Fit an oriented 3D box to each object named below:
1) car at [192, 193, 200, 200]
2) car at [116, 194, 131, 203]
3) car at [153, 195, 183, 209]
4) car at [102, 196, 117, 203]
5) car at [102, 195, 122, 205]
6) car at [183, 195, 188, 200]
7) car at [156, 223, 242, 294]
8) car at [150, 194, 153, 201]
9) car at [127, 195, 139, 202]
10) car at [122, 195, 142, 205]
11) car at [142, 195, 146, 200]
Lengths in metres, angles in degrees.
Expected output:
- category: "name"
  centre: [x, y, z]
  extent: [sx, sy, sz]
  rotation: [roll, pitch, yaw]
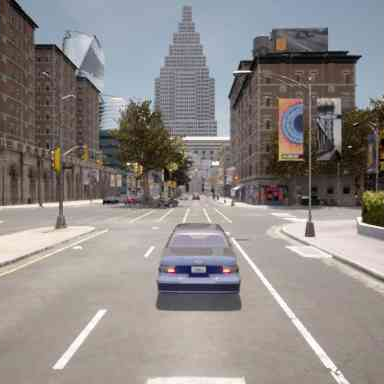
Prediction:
- category: "car"
  centre: [1.154, 1.350, 90.026]
  extent: [2.097, 1.767, 4.553]
  rotation: [0, 0, 1]
- category: "car"
  centre: [-14.124, 1.355, 68.799]
  extent: [2.097, 1.767, 4.553]
  rotation: [0, 0, 1]
- category: "car"
  centre: [-3.346, 1.505, 46.757]
  extent: [1.837, 1.490, 4.892]
  rotation: [2, 0, 17]
- category: "car"
  centre: [-17.360, 1.595, 69.847]
  extent: [1.895, 1.301, 4.718]
  rotation: [0, 0, 1]
- category: "car"
  centre: [-14.328, 1.601, 58.693]
  extent: [1.895, 1.301, 4.718]
  rotation: [0, 0, 1]
- category: "car"
  centre: [-2.346, 1.519, 90.101]
  extent: [1.812, 1.442, 4.674]
  rotation: [0, 0, 1]
- category: "car"
  centre: [0.175, 1.547, 8.947]
  extent: [2.033, 1.411, 5.357]
  rotation: [0, 0, 1]
- category: "car"
  centre: [-10.482, 1.355, 79.657]
  extent: [2.097, 1.767, 4.553]
  rotation: [0, 0, 1]
- category: "car"
  centre: [-13.993, 1.478, 78.898]
  extent: [1.882, 1.535, 5.008]
  rotation: [0, 0, 1]
- category: "car"
  centre: [-10.809, 1.478, 59.873]
  extent: [1.882, 1.535, 5.008]
  rotation: [0, 0, 1]
- category: "car"
  centre: [-10.612, 1.500, 69.669]
  extent: [1.837, 1.490, 4.892]
  rotation: [0, 0, 1]
